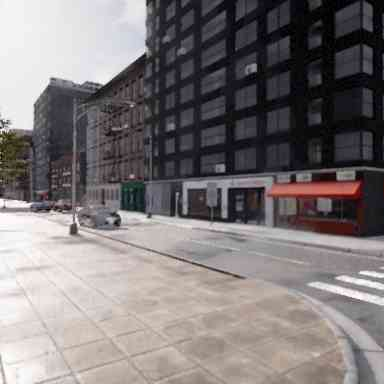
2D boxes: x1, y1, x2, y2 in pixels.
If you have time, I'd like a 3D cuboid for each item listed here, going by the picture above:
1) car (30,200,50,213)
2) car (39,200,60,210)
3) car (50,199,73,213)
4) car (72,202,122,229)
[{"bbox_3d":[-19.317,1.948,42.413,1.895,1.301,4.718,1,-1,-34],"label":"car"},{"bbox_3d":[-22.179,1.993,51.698,2.033,1.411,5.357,1,-1,-33],"label":"car"},{"bbox_3d":[-16.623,1.730,43.530,2.097,1.767,4.553,1,-1,-34],"label":"car"},{"bbox_3d":[-6.538,1.681,23.408,2.128,1.511,4.902,1,-1,-34],"label":"car"}]
